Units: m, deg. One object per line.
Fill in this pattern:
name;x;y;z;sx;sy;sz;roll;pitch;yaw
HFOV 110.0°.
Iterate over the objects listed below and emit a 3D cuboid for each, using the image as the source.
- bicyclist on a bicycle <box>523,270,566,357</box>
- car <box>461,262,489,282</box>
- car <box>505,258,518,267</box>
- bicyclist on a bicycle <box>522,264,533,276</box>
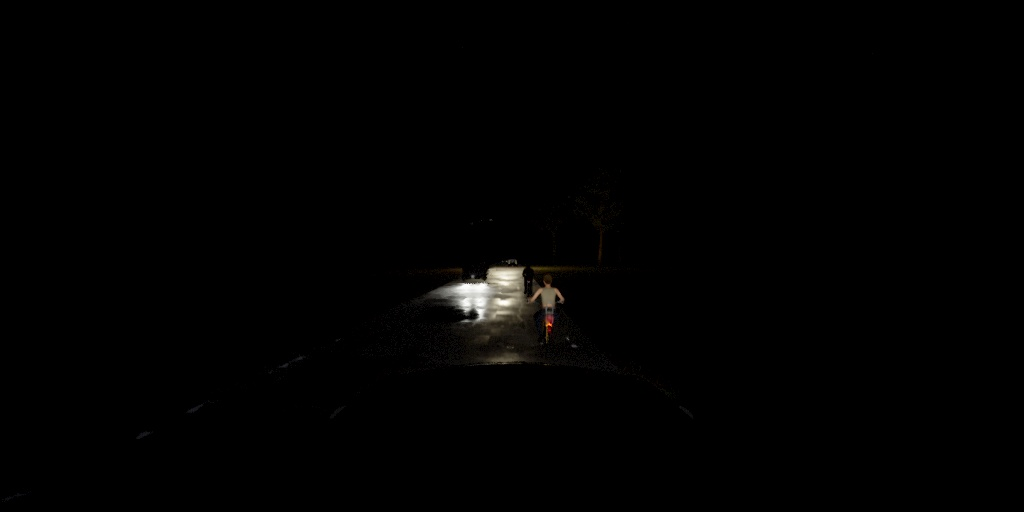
bicyclist on a bicycle;0.743;1.185;7.580;0.866;1.612;1.509;0;0;0
car;-2.845;1.231;28.543;2.128;1.511;4.902;0;0;0
car;0.109;1.305;63.906;1.895;1.301;4.718;0;0;0
bicyclist on a bicycle;0.759;1.198;16.664;0.582;1.620;1.656;0;0;0
